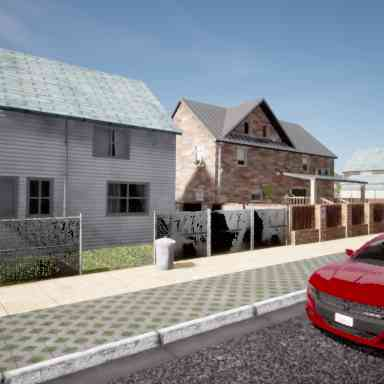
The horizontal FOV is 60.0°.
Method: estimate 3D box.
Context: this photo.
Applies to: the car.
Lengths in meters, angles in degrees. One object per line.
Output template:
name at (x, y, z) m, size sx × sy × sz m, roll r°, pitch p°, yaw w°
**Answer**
car at (4.115, 1.482, 6.027) m, size 5.008 × 1.535 × 1.882 m, roll 0°, pitch 0°, yaw -36°
